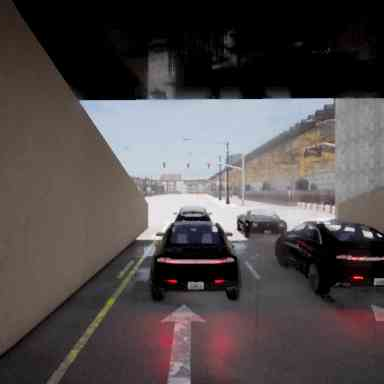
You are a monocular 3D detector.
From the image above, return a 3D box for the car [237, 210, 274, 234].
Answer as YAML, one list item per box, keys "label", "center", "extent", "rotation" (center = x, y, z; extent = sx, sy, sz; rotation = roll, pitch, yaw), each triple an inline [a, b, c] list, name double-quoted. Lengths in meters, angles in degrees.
- label: "car"
  center: [3.549, 1.589, 17.833]
  extent: [1.895, 1.301, 4.718]
  rotation: [0, 0, 0]

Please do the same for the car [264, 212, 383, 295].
- label: "car"
  center: [3.567, 1.484, 8.681]
  extent: [2.128, 1.511, 4.902]
  rotation: [0, 0, 0]

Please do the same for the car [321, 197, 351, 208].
- label: "car"
  center: [17.460, 1.269, 40.186]
  extent: [1.853, 1.218, 4.536]
  rotation: [0, 0, 45]

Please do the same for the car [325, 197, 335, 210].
- label: "car"
  center: [17.332, 1.430, 35.542]
  extent: [2.038, 1.542, 4.974]
  rotation: [0, 0, -35]

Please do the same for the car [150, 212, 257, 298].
- label: "car"
  center: [0.067, 1.486, 8.466]
  extent: [2.128, 1.511, 4.902]
  rotation: [0, 0, 0]

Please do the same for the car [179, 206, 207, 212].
- label: "car"
  center: [0.049, 1.493, 17.587]
  extent: [1.837, 1.490, 4.892]
  rotation: [0, 0, 0]

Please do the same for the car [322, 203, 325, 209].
- label: "car"
  center: [17.424, 1.427, 40.149]
  extent: [2.038, 1.542, 4.974]
  rotation: [0, 0, 45]
